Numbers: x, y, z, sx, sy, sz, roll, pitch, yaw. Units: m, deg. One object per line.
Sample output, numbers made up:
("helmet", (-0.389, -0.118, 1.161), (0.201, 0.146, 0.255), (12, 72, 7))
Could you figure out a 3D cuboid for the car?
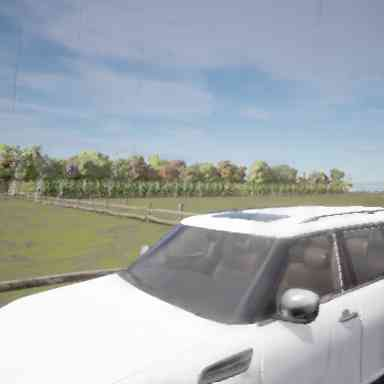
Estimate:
("car", (0.748, 1.219, 3.605), (5.566, 2.045, 2.150), (0, 0, -35))
